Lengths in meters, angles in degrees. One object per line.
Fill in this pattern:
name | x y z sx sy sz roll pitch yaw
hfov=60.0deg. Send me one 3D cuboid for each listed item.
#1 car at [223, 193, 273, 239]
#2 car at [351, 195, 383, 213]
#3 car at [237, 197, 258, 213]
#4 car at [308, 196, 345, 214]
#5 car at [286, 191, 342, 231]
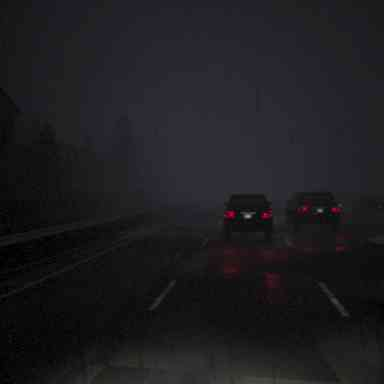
car | 2.745 1.082 16.446 2.150 2.045 5.566 -1 0 9
car | 15.510 1.004 29.219 1.882 1.535 5.008 -1 0 9
car | 5.699 1.275 34.232 1.994 1.385 4.181 -1 0 9
car | 12.170 1.139 30.456 2.033 1.411 5.357 -1 0 9
car | 6.723 0.985 18.988 2.150 2.045 5.566 -1 0 9
